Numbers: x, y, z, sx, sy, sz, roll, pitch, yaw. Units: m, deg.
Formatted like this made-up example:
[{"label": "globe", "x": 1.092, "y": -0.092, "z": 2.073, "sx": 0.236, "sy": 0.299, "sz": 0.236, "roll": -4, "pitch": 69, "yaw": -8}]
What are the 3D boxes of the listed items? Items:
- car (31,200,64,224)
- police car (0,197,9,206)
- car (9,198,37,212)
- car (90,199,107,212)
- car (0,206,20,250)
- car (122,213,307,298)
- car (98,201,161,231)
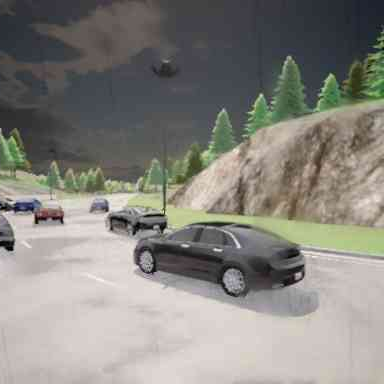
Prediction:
[{"label": "car", "x": -10.406, "y": 1.533, "z": 24.342, "sx": 1.895, "sy": 1.301, "sz": 4.718, "roll": 0, "pitch": 0, "yaw": -23}, {"label": "police car", "x": -20.997, "y": 1.360, "z": 37.276, "sx": 2.038, "sy": 1.542, "sz": 4.974, "roll": 1, "pitch": 0, "yaw": -11}, {"label": "car", "x": -16.729, "y": 1.364, "z": 34.196, "sx": 1.882, "sy": 1.535, "sz": 5.008, "roll": 0, "pitch": 0, "yaw": -13}, {"label": "car", "x": -10.175, "y": 1.467, "z": 36.812, "sx": 1.812, "sy": 1.442, "sz": 4.674, "roll": 0, "pitch": 0, "yaw": -12}, {"label": "car", "x": -8.304, "y": 1.490, "z": 13.258, "sx": 2.033, "sy": 1.411, "sz": 5.357, "roll": 0, "pitch": 0, "yaw": -35}, {"label": "car", "x": 0.462, "y": 1.517, "z": 8.671, "sx": 4.892, "sy": 1.490, "sz": 1.837, "roll": 0, "pitch": 1, "yaw": 42}, {"label": "car", "x": -3.134, "y": 1.480, "z": 18.197, "sx": 2.128, "sy": 1.511, "sz": 4.902, "roll": 0, "pitch": 0, "yaw": -35}]
